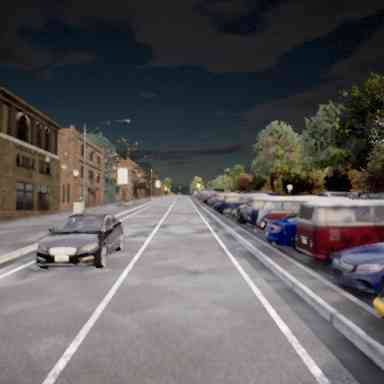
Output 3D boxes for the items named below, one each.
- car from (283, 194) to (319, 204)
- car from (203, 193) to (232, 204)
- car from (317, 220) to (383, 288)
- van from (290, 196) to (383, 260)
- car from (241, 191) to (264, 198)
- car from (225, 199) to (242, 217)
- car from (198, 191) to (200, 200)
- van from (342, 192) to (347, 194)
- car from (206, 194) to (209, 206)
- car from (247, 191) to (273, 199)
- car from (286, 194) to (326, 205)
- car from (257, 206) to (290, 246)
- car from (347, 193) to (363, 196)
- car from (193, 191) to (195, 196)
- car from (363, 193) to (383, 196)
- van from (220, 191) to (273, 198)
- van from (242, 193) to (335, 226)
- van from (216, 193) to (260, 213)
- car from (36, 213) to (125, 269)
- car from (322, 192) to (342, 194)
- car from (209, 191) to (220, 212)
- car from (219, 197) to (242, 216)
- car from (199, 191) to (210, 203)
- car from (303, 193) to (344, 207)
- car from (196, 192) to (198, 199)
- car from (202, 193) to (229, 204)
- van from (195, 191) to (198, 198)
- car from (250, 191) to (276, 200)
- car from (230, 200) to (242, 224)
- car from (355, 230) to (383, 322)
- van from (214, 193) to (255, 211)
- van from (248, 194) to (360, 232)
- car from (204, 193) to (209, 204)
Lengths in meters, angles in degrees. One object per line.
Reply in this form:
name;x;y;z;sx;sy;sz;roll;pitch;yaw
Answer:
car;17.336;1.158;53.013;4.892;1.521;2.231;0;0;-2
car;4.155;1.086;55.066;4.553;1.767;2.185;0;0;-2
car;5.561;1.495;7.423;4.674;1.452;2.002;0;0;-2
van;5.593;1.229;10.228;4.442;1.987;1.878;0;0;-2
car;16.258;0.638;89.235;5.566;2.045;2.435;0;0;-2
car;5.072;1.475;24.242;4.674;1.452;2.002;0;0;-2
car;4.237;0.982;52.263;5.566;2.045;2.435;0;0;-2
van;18.006;1.080;33.593;4.442;1.987;1.878;0;0;-2
car;4.584;1.320;41.057;4.892;1.521;2.231;0;0;-2
car;16.497;0.692;80.883;5.566;2.045;2.435;0;0;-2
car;17.225;1.176;50.232;5.366;1.575;1.946;0;0;-2
car;5.392;1.455;13.027;5.008;1.535;2.097;0;0;-2
car;17.997;1.076;30.815;5.566;2.045;2.435;0;0;-2
car;3.374;0.997;83.085;5.008;1.535;2.097;0;0;-2
car;18.020;1.093;28.038;5.566;2.045;2.435;0;0;-2
van;5.028;1.178;29.853;4.442;1.987;1.878;0;0;-2
van;5.351;1.224;18.637;4.442;1.987;1.878;0;0;-2
van;4.867;1.136;35.455;4.442;1.987;1.878;0;0;-2
car;-3.528;1.498;11.299;2.128;1.511;4.902;0;0;-1
car;17.758;1.012;39.138;5.566;2.045;2.435;0;0;-2
car;4.803;1.133;32.648;5.566;2.045;2.435;0;0;-2
car;5.000;1.421;27.044;4.892;1.521;2.231;0;0;-2
car;4.318;1.003;49.461;5.566;2.045;2.435;0;0;-2
car;17.601;1.095;44.690;4.553;1.767;2.185;0;0;-2
car;3.858;1.125;66.275;5.008;1.535;2.097;0;0;-2
car;4.074;1.064;57.868;4.553;1.767;2.185;0;0;-2
van;3.504;0.835;74.677;4.442;1.987;1.878;0;0;-2
car;16.574;0.712;78.222;5.566;2.045;2.435;0;0;-2
car;5.185;1.475;21.436;4.792;1.488;2.163;0;0;-2
car;5.454;1.452;4.615;5.366;1.575;1.946;0;0;-2
van;4.786;1.114;38.257;4.442;1.987;1.878;0;0;-2
van;5.199;1.230;15.830;4.442;1.987;1.878;0;0;-2
car;4.426;1.316;46.662;4.674;1.452;2.002;0;0;-2
